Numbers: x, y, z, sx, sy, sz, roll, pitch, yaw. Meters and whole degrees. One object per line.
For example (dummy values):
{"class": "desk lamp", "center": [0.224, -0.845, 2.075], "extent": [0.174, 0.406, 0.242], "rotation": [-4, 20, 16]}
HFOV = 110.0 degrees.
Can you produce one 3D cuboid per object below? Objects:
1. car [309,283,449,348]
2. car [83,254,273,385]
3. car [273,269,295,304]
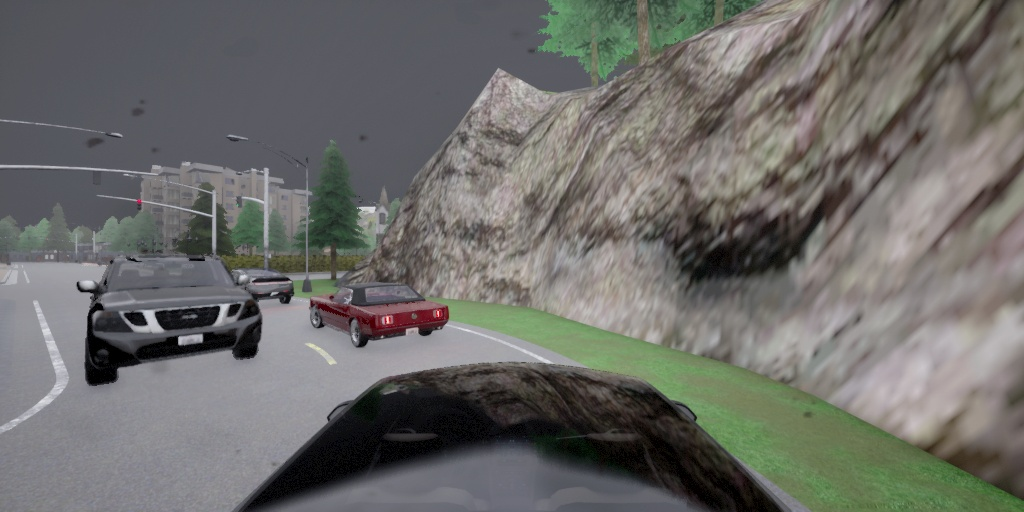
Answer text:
{"class": "car", "center": [-3.713, 1.351, 9.393], "extent": [1.895, 1.301, 4.718], "rotation": [0, 0, -44]}
{"class": "car", "center": [-7.157, 0.972, 7.487], "extent": [5.566, 2.045, 2.150], "rotation": [0, 0, 41]}
{"class": "car", "center": [-11.016, 1.242, 15.103], "extent": [4.902, 1.511, 2.128], "rotation": [0, 0, 36]}
